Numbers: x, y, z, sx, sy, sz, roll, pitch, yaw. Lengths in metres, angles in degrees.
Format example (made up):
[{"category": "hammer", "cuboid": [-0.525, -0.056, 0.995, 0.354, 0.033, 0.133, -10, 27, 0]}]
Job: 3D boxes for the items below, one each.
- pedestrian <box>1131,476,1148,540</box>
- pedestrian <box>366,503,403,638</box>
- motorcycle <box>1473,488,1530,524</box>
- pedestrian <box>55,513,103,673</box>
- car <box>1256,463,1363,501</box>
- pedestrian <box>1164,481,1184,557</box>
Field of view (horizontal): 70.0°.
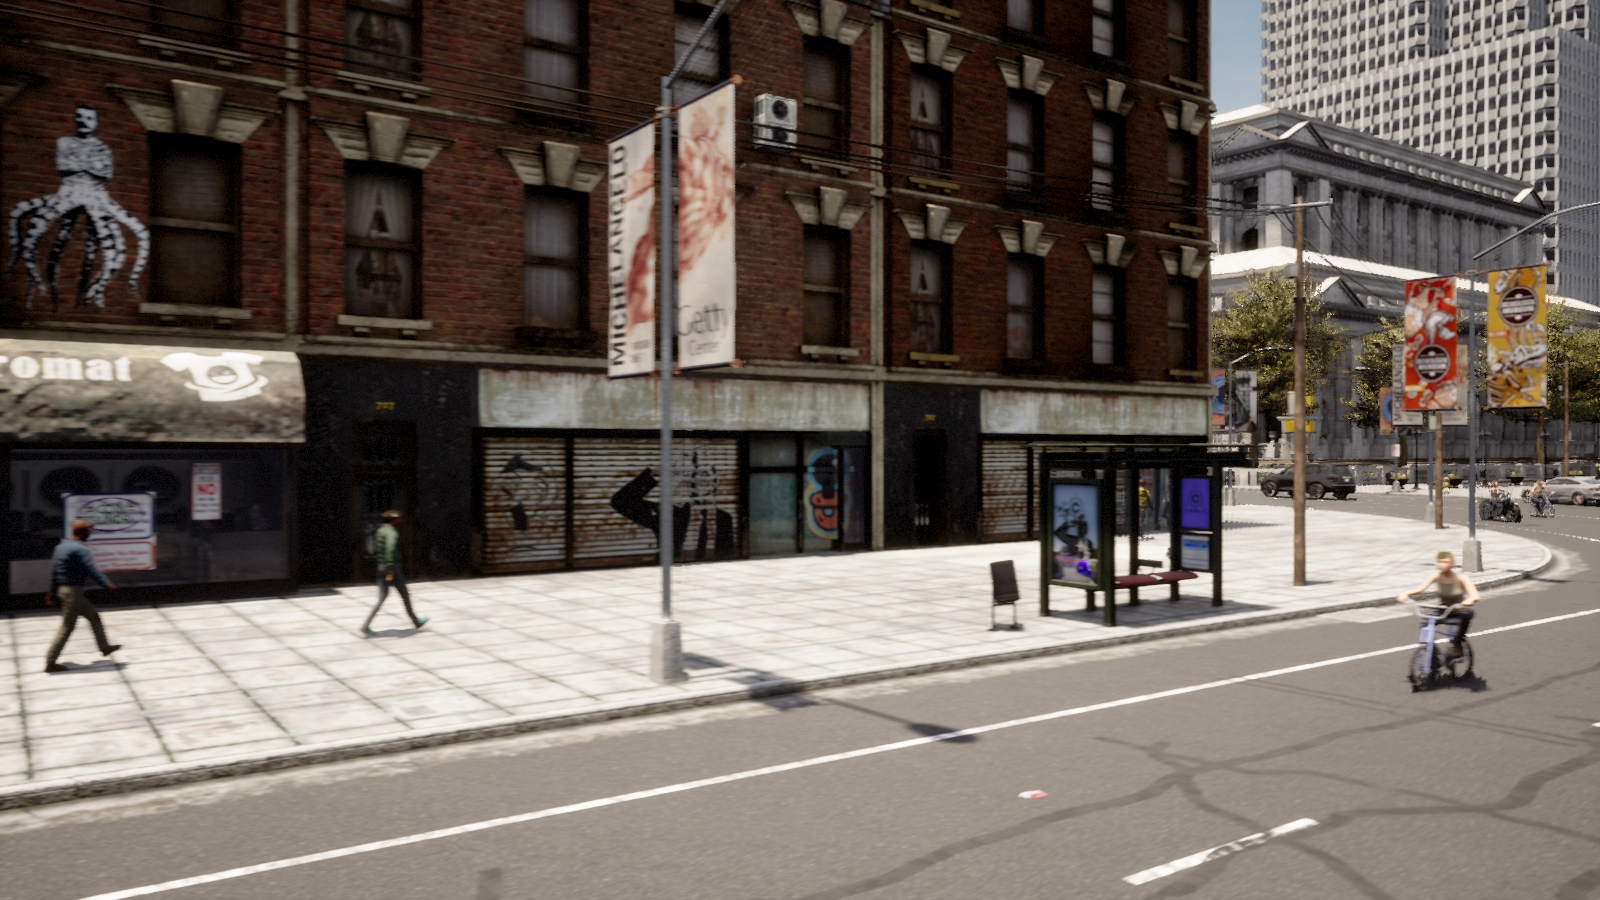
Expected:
[{"category": "pedestrian", "cuboid": [10.012, 1.696, 33.711, 0.375, 1.860, 0.375, 0, 0, 36]}, {"category": "pedestrian", "cuboid": [-5.896, 1.696, 16.214, 0.375, 1.860, 0.375, 0, 0, -44]}, {"category": "motorcycle", "cuboid": [27.343, 2.170, 44.576, 0.764, 1.277, 2.356, 0, 0, -1]}, {"category": "pedestrian", "cuboid": [-8.653, 1.696, 13.718, 0.375, 1.860, 0.375, 0, 0, 35]}, {"category": "car", "cuboid": [29.390, 1.779, 66.115, 2.150, 2.045, 5.566, 0, 0, -25]}, {"category": "pedestrian", "cuboid": [9.295, 1.696, 28.429, 0.375, 1.860, 0.375, 0, 0, 36]}]
